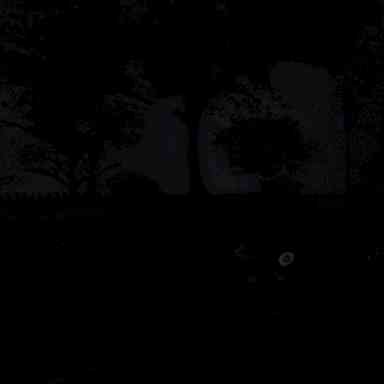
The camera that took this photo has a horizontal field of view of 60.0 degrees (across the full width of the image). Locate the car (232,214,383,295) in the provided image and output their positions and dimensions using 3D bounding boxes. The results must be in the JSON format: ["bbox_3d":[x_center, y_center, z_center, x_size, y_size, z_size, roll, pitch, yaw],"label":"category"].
[{"bbox_3d":[2.958,1.438,8.669,4.097,1.590,1.967,0,0,-35],"label":"car"}]
